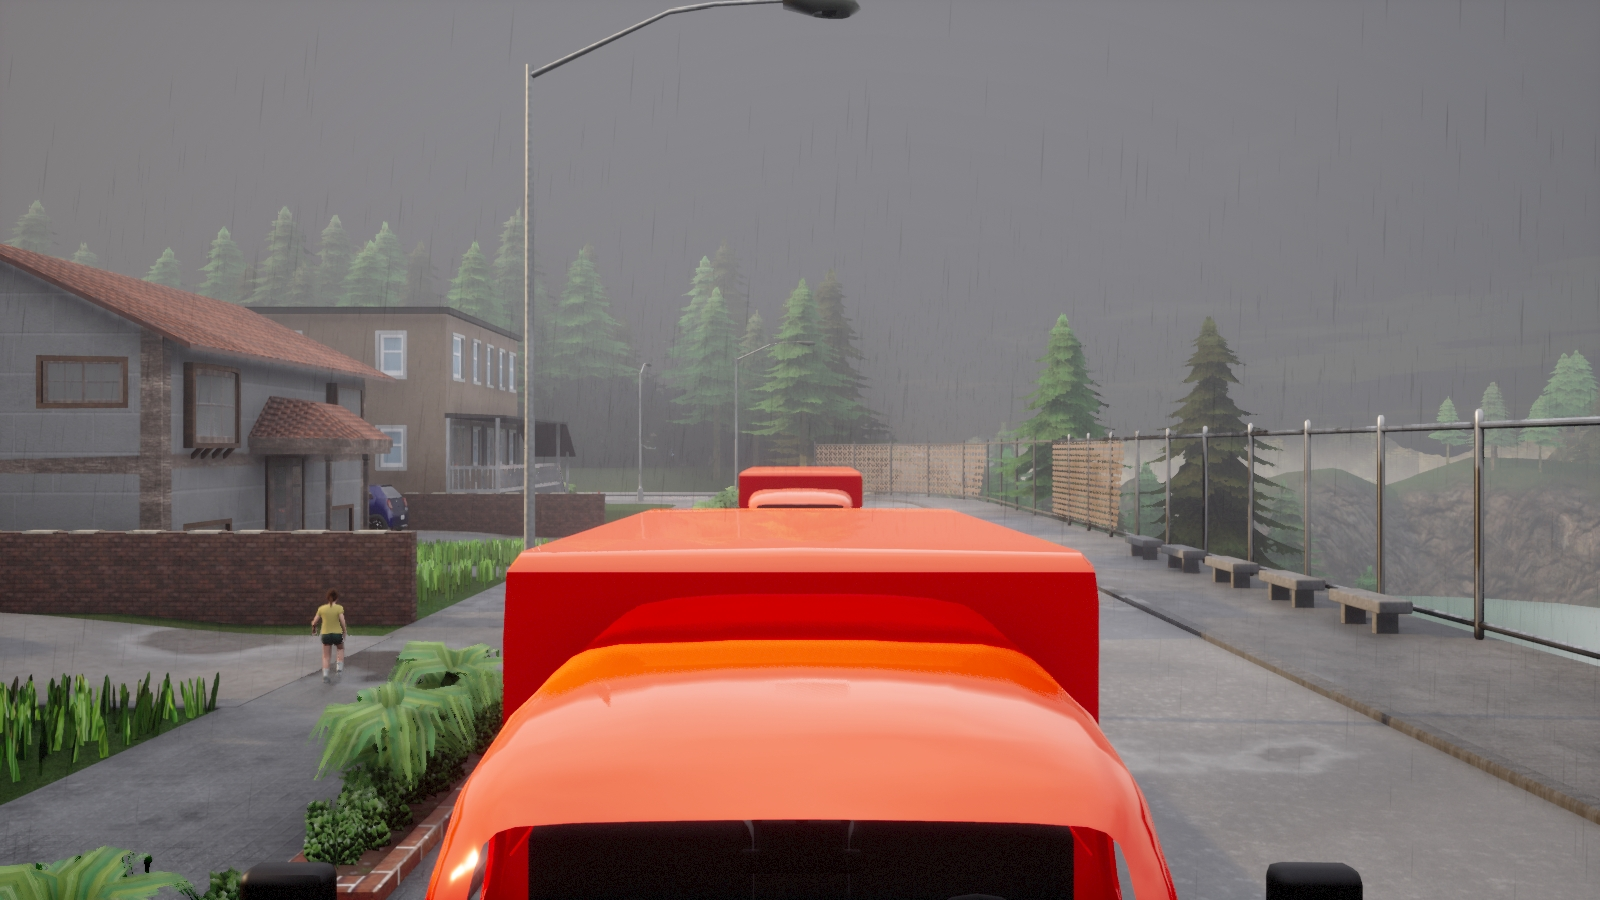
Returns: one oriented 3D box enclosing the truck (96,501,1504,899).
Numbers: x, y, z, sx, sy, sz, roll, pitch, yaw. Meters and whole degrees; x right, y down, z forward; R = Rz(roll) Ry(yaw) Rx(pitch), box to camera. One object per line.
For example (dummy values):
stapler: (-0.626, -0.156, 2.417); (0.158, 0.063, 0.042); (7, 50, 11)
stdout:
truck: (0.000, 1.569, 4.736); (2.627, 2.467, 5.204); (0, 0, 0)

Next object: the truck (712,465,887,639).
truck: (0.008, 1.567, 19.765); (2.627, 2.467, 5.204); (0, 1, 0)

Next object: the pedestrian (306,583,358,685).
pedestrian: (-5.460, 2.133, 13.336); (0.500, 1.100, 0.500); (0, 0, -15)
